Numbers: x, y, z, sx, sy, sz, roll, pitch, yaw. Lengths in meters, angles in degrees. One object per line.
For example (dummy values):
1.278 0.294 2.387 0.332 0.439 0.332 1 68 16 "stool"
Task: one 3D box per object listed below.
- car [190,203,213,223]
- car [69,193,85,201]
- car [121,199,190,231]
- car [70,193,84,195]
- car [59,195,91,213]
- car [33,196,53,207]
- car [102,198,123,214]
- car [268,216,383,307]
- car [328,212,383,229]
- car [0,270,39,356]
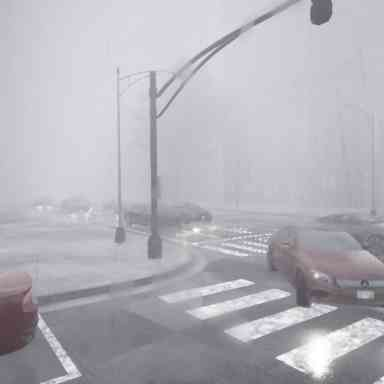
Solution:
-0.417 1.438 23.121 1.994 1.385 4.181 -1 1 -36 "car"
-22.844 0.925 66.041 1.812 1.442 4.674 -1 1 -36 "car"
-2.490 1.408 20.429 1.882 1.535 5.008 -1 1 -35 "car"
-14.767 1.027 43.265 2.097 1.767 4.553 -1 1 -35 "car"
-12.093 1.344 33.885 2.033 1.411 5.357 -1 1 -36 "car"
-20.629 1.243 45.961 1.994 1.385 4.181 -1 1 -35 "car"
-7.361 1.304 32.856 1.812 1.442 4.674 -1 1 -36 "car"
3.069 1.526 8.083 1.812 1.442 4.674 1 0 2 "car"
6.586 1.524 13.324 1.994 1.385 4.181 -1 0 -36 "car"
-4.180 1.545 3.677 4.507 1.381 1.887 0 -1 -36 "car"
